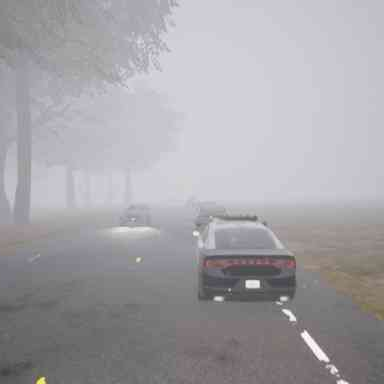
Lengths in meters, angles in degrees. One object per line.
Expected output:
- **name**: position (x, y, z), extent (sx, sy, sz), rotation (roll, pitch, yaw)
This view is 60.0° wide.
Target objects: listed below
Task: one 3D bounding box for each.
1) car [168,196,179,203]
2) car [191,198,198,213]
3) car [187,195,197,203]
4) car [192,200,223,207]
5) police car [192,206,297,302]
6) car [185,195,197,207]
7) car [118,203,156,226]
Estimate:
- **car**: position (-3.504, 1.417, 63.959), extent (1.895, 1.301, 4.718), rotation (0, 0, 1)
- **car**: position (1.065, 1.400, 24.257), extent (1.837, 1.490, 4.892), rotation (0, 0, 0)
- **car**: position (0.037, 1.293, 63.654), extent (1.882, 1.535, 5.008), rotation (0, 0, 0)
- **car**: position (1.062, 1.423, 18.255), extent (1.837, 1.490, 4.892), rotation (0, 0, 0)
- **police car**: position (1.057, 1.385, 8.362), extent (1.930, 1.638, 5.238), rotation (0, 0, 0)
- **car**: position (0.052, 1.374, 45.924), extent (2.033, 1.411, 5.357), rotation (0, 0, 0)
- **car**: position (-3.585, 1.465, 22.267), extent (1.994, 1.385, 4.181), rotation (0, 0, 0)
